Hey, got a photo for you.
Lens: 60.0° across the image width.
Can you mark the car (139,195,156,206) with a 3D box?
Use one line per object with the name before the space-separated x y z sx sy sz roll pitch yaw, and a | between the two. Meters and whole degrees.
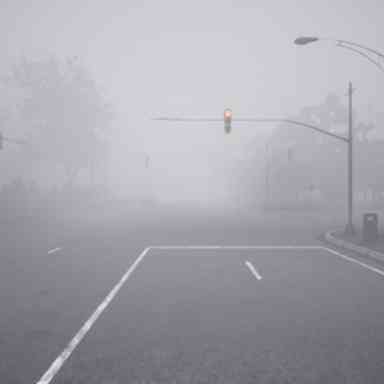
car | -6.993 1.252 52.471 2.097 1.767 4.553 0 0 0
